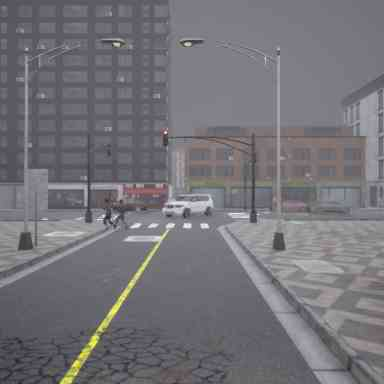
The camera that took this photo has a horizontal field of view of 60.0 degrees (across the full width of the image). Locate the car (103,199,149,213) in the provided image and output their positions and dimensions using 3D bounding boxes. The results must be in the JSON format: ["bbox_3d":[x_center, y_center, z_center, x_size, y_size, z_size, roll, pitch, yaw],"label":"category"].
[{"bbox_3d":[-7.364,1.541,37.169,5.008,1.535,1.882,0,0,0],"label":"car"}]

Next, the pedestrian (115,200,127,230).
[{"bbox_3d":[-4.218,1.301,19.605,0.375,1.860,0.375,0,0,0],"label":"pedestrian"}]

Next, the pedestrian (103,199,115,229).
[{"bbox_3d":[-4.779,1.203,18.924,0.375,1.860,0.375,0,0,0],"label":"pedestrian"}]

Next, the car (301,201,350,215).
[{"bbox_3d":[13.790,1.559,33.874,4.181,1.385,1.994,0,0,0],"label":"car"}]

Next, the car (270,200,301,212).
[{"bbox_3d":[10.796,1.591,37.132,4.181,1.385,1.994,0,0,0],"label":"car"}]

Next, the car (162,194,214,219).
[{"bbox_3d":[-0.236,1.209,29.565,2.150,2.045,5.566,-1,-1,36],"label":"car"}]
